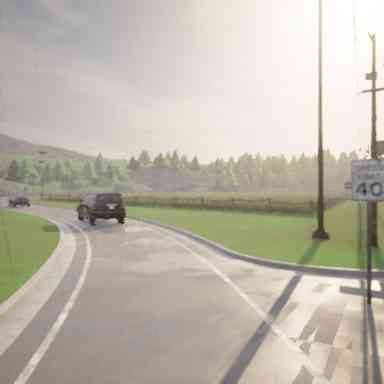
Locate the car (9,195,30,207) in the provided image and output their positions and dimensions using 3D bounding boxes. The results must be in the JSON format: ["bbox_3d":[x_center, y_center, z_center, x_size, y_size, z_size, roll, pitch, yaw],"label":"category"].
[{"bbox_3d":[-22.545,1.186,43.415,1.837,1.490,4.892,-1,1,-37],"label":"car"}]

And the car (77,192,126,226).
[{"bbox_3d":[-6.166,1.024,22.324,2.150,2.045,5.566,0,0,-30],"label":"car"}]
